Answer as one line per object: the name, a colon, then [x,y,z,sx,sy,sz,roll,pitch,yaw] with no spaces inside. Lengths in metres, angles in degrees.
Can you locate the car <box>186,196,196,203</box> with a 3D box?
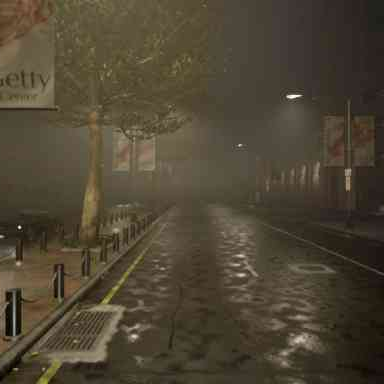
car: [-0.196,1.476,67.961,1.882,1.535,5.008,0,0,0]

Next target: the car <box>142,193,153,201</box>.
car: [-11.890,1.212,89.117,2.150,2.045,5.566,0,0,0]

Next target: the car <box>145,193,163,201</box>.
car: [-8.319,1.224,73.084,2.150,2.045,5.566,0,0,0]

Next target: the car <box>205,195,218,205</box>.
car: [3.339,1.546,60.013,2.033,1.411,5.357,0,0,0]

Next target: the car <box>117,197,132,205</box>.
car: [-11.831,1.563,58.477,1.994,1.385,4.181,0,0,0]

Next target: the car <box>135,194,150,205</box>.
car: [-8.332,1.502,57.467,1.837,1.490,4.892,0,1,0]

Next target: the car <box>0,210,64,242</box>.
car: [-8.135,1.601,16.451,1.895,1.301,4.718,0,0,0]

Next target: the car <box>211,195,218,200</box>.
car: [6.337,1.593,94.091,1.895,1.301,4.718,0,0,0]

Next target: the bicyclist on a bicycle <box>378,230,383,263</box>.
bicyclist on a bicycle: [6.471,1.393,10.162,1.656,1.620,0.582,-3,0,0]
